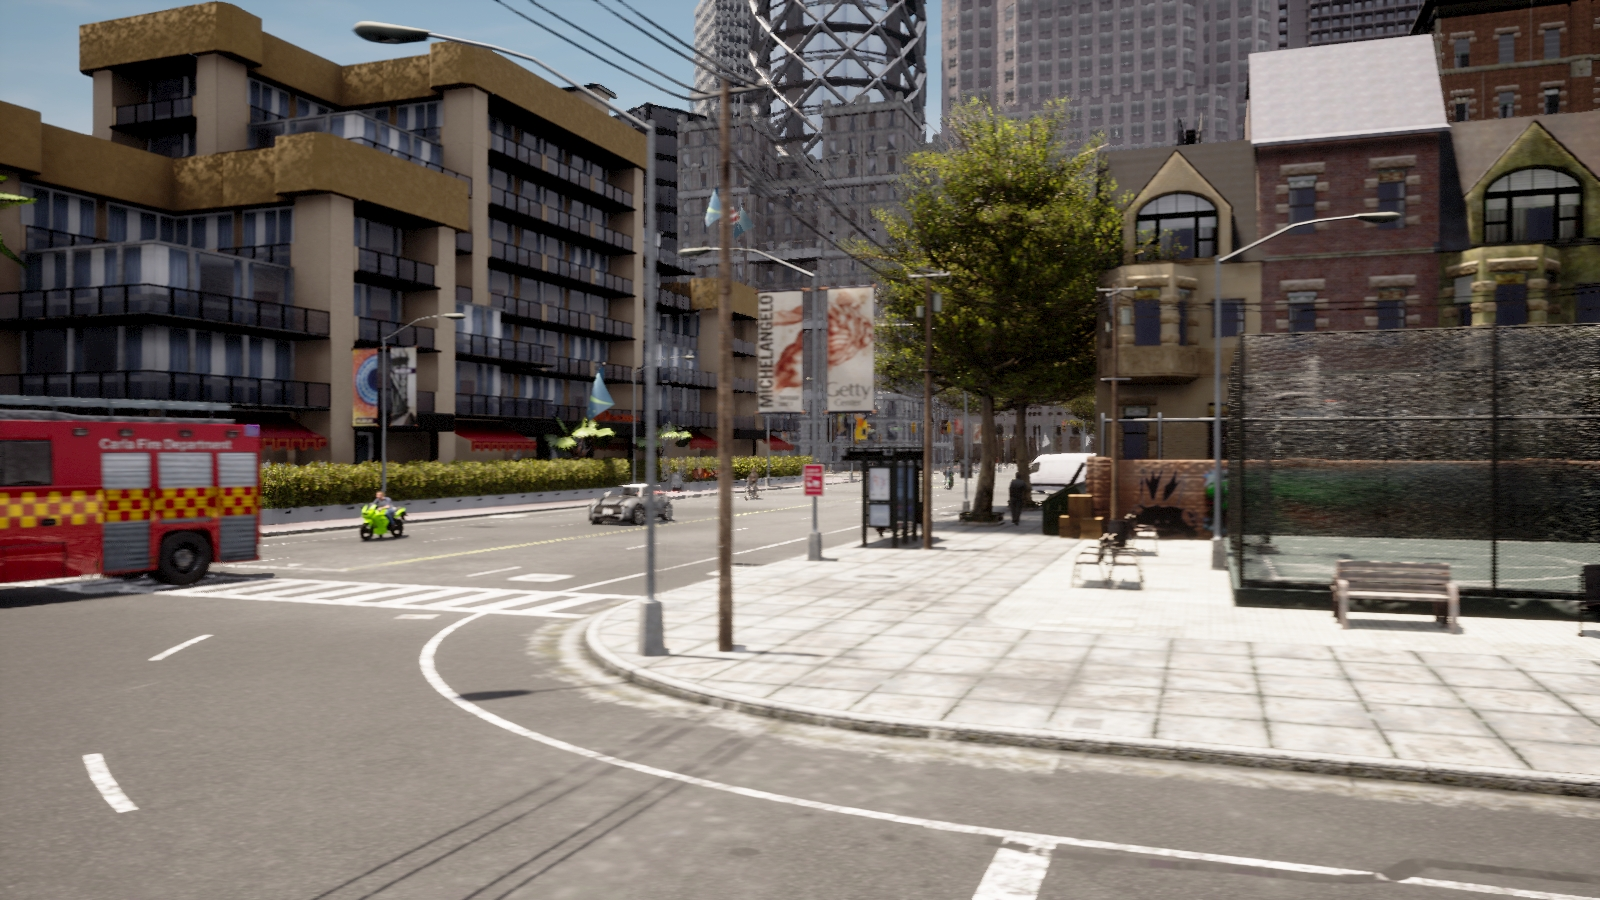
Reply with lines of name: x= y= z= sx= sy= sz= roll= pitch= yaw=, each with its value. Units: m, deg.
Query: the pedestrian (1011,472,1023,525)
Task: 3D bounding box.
pedestrian: x=7.625 y=1.696 z=40.132 sx=0.375 sy=1.860 sz=0.375 roll=0 pitch=0 yaw=6

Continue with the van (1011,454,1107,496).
van: x=16.339 y=1.535 z=72.391 sx=1.988 sy=2.561 sz=5.915 roll=-1 pitch=1 yaw=-40

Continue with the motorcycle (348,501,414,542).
motorcycle: x=-13.055 y=2.213 z=35.671 sx=0.803 sy=1.145 sz=2.033 roll=0 pitch=0 yaw=20

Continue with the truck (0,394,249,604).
truck: x=-15.455 y=0.890 z=22.064 sx=2.891 sy=3.827 sz=8.468 roll=0 pitch=0 yaw=31

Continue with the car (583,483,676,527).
car: x=-6.459 y=2.065 z=43.743 sx=1.970 sy=1.475 sz=3.806 roll=0 pitch=0 yaw=20

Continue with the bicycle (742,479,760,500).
bicycle: x=-2.738 y=2.210 z=64.322 sx=0.329 sy=1.171 sz=1.835 roll=0 pitch=0 yaw=21
